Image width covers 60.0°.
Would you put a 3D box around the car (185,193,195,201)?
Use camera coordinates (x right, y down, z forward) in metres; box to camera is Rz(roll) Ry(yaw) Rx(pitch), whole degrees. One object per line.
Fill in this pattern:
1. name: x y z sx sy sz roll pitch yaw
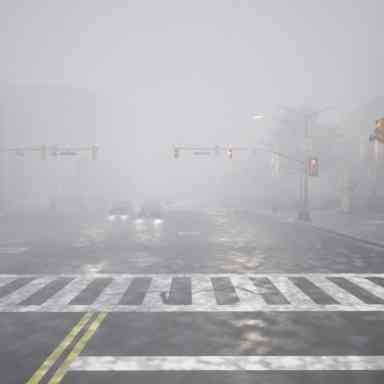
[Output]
1. car: -1.292 1.225 87.845 2.150 2.045 5.566 0 0 -29

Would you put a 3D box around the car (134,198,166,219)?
1. car: -3.634 1.526 29.501 1.812 1.442 4.674 0 0 0

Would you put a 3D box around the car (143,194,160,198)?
1. car: -7.167 1.489 55.584 2.128 1.511 4.902 0 0 0

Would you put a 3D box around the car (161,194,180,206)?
1. car: -3.673 1.547 56.495 2.033 1.411 5.357 0 0 0

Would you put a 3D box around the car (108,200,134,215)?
1. car: -7.139 1.547 34.344 2.033 1.411 5.357 0 0 0

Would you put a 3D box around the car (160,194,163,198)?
1. car: -7.157 1.597 69.118 1.895 1.301 4.718 0 0 0

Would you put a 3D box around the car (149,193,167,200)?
1. car: -9.751 1.175 94.464 2.150 2.045 5.566 0 0 -43

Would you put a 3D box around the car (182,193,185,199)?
1. car: -4.335 1.355 86.140 2.097 1.767 4.553 0 0 -29

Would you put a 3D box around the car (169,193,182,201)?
1. car: -3.653 1.553 69.461 1.994 1.385 4.181 0 0 0
